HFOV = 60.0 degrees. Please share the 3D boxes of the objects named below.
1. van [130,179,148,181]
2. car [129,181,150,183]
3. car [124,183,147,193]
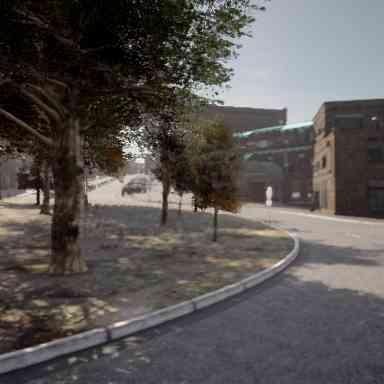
[{"bbox_3d":[-13.243,-1.614,80.684,4.442,1.987,1.878,-1,5,-27],"label":"van"},{"bbox_3d":[-13.148,-1.148,77.547,5.366,1.575,1.946,-1,5,-27],"label":"car"},{"bbox_3d":[-12.256,-0.665,71.607,4.892,1.521,2.231,-1,5,-27],"label":"car"}]
